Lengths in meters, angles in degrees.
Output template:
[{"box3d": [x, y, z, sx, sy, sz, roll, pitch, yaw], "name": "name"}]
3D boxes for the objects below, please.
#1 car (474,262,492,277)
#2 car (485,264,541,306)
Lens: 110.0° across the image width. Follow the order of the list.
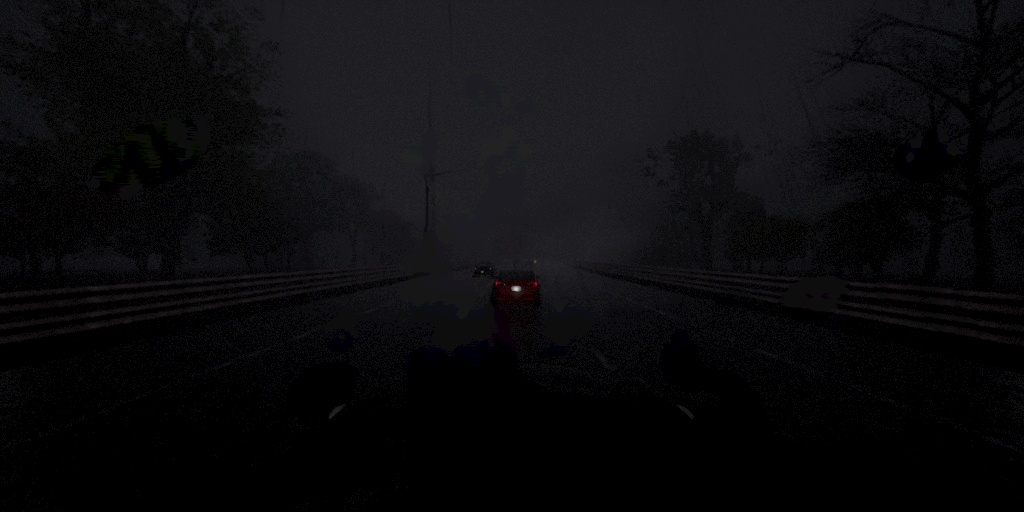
[{"box3d": [-2.663, 1.313, 35.860, 1.812, 1.442, 4.674, 0, 0, 3], "name": "car"}, {"box3d": [0.200, 1.266, 15.789, 2.163, 1.488, 4.792, 0, 0, 1], "name": "car"}]
